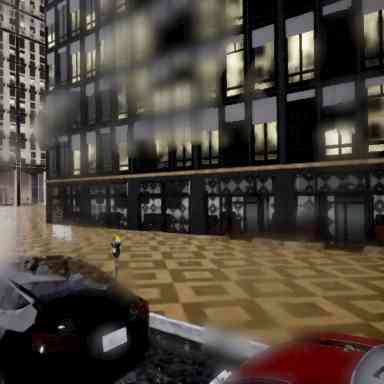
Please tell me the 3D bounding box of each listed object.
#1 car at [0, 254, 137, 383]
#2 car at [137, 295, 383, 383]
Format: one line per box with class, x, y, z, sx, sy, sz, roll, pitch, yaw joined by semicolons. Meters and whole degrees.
car;-2.492;1.566;4.667;4.313;1.339;1.947;0;-1;36
car;1.915;1.439;1.625;4.097;1.590;1.967;0;-1;36
